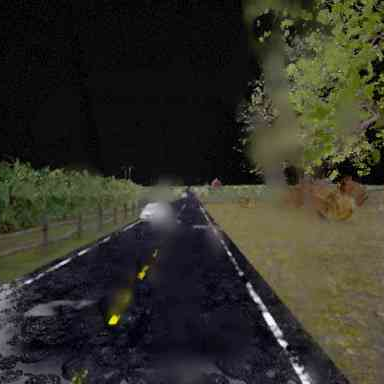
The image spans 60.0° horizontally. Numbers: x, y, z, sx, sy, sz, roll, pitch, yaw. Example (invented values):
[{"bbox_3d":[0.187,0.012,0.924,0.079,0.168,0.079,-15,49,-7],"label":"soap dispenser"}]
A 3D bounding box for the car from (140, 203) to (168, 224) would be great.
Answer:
[{"bbox_3d":[-2.843,1.594,25.616,1.812,1.442,4.674,0,0,0],"label":"car"}]
